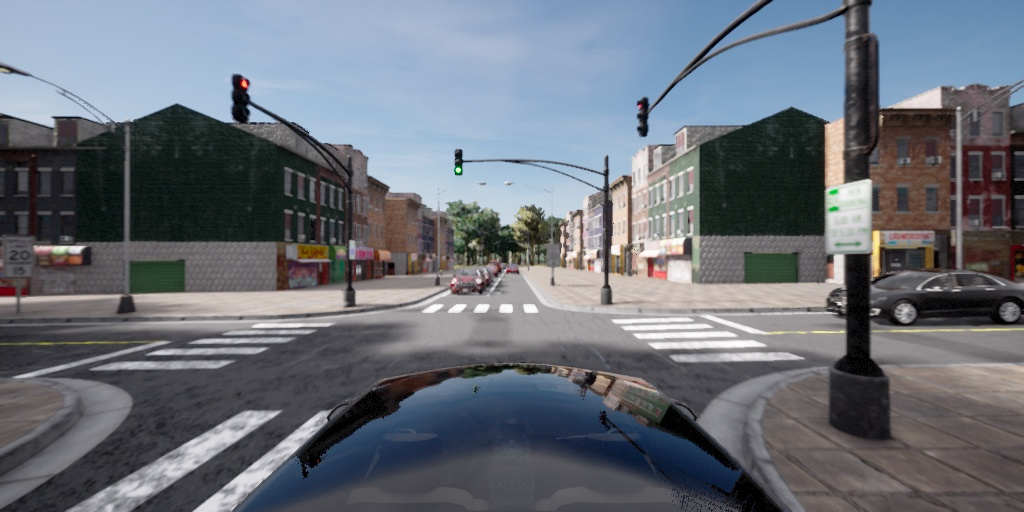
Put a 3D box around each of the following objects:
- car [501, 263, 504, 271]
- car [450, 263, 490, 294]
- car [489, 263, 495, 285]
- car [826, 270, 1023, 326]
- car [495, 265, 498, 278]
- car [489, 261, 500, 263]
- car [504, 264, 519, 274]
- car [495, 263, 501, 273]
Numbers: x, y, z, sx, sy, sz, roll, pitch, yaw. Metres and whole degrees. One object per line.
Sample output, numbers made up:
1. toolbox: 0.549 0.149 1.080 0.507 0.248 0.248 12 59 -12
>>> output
1. car: -2.980 1.858 62.123 2.150 2.045 5.566 0 -1 0
2. car: -2.639 1.479 22.465 1.967 1.591 4.097 0 0 0
3. car: -2.639 1.558 27.898 1.967 1.591 4.097 0 0 0
4. car: 12.277 1.170 10.746 4.892 1.490 1.837 -1 0 0
5. car: -2.638 1.763 33.332 1.948 1.339 4.313 0 0 0
6. car: -3.024 1.983 55.280 1.801 1.575 5.366 0 -1 0
7. car: 0.102 2.101 56.110 1.994 1.385 4.181 0 -1 0
8. car: -2.638 1.904 44.200 1.888 1.381 4.507 0 0 0
